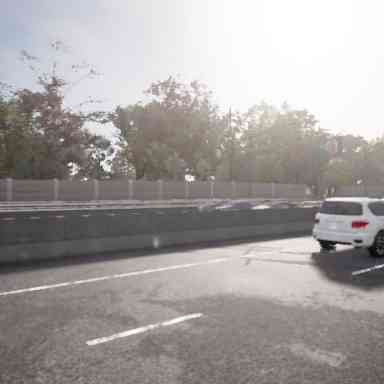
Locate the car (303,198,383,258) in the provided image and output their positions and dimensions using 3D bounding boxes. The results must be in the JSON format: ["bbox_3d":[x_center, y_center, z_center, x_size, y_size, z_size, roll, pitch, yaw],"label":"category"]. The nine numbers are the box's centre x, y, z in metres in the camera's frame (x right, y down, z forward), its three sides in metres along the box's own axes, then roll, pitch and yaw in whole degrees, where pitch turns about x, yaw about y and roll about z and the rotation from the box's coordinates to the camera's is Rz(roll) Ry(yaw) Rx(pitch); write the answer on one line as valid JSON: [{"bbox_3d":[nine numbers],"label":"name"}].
[{"bbox_3d":[7.111,1.241,13.127,5.566,2.045,2.150,0,0,-35],"label":"car"}]

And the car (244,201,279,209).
[{"bbox_3d":[7.276,1.599,30.682,4.181,1.385,1.994,0,0,-35],"label":"car"}]

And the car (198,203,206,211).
[{"bbox_3d":[2.875,1.526,36.141,4.902,1.511,2.128,0,0,-35],"label":"car"}]

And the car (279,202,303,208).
[{"bbox_3d":[10.132,1.529,28.421,4.902,1.511,2.128,0,0,-35],"label":"car"}]

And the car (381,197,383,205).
[{"bbox_3d":[36.453,1.653,59.990,5.357,1.411,2.033,0,0,-36],"label":"car"}]

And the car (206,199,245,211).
[{"bbox_3d":[4.394,1.581,32.929,5.357,1.411,2.033,0,0,-35],"label":"car"}]
